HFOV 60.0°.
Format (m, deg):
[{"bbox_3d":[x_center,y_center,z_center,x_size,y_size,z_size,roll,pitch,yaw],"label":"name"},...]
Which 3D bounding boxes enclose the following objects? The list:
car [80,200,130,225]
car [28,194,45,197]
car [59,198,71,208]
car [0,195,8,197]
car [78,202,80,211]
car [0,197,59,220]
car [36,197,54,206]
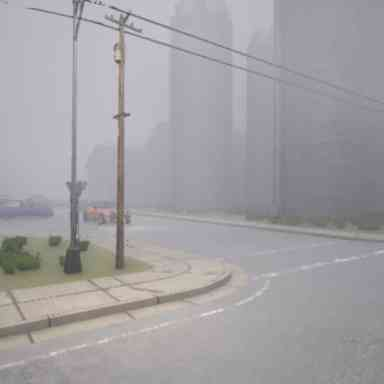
[{"bbox_3d":[-6.383,1.421,24.896,2.097,1.767,4.553,1,0,-36],"label":"car"},{"bbox_3d":[-20.726,1.289,44.570,2.150,2.045,5.566,1,-1,-36],"label":"car"},{"bbox_3d":[-19.006,1.619,48.354,1.812,1.442,4.674,1,0,-36],"label":"car"},{"bbox_3d":[-28.696,1.346,48.584,3.866,1.878,1.905,1,0,-36],"label":"car"},{"bbox_3d":[-12.124,1.621,38.960,1.812,1.442,4.674,1,0,-37],"label":"car"},{"bbox_3d":[-14.490,1.516,28.985,4.611,1.667,2.242,1,0,-36],"label":"car"},{"bbox_3d":[-24.921,1.569,56.305,1.882,1.535,5.008,1,0,-36],"label":"car"}]
